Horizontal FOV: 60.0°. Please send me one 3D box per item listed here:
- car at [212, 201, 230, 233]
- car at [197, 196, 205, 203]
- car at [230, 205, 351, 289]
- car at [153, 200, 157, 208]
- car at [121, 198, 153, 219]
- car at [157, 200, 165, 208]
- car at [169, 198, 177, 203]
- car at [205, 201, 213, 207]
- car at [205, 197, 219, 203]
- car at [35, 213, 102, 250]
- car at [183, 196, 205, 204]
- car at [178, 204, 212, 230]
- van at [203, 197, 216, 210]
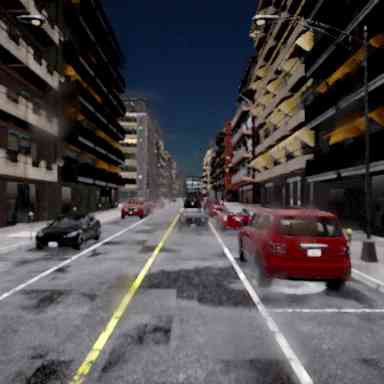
[{"bbox_3d":[2.534,1.555,20.379,1.967,1.590,4.097,1,0,0],"label":"car"},{"bbox_3d":[2.508,1.984,91.747,2.192,1.841,5.009,1,-1,0],"label":"car"},{"bbox_3d":[2.547,1.365,9.317,2.192,1.841,5.009,1,0,0],"label":"car"},{"bbox_3d":[-5.329,1.770,37.021,1.887,1.381,4.507,1,0,0],"label":"car"},{"bbox_3d":[-5.319,1.501,31.491,2.192,1.841,5.009,1,0,0],"label":"car"},{"bbox_3d":[-5.345,1.936,53.614,1.802,1.307,4.206,1,0,0],"label":"car"},{"bbox_3d":[-5.376,2.233,91.693,1.947,1.339,4.313,1,0,0],"label":"car"},{"bbox_3d":[2.522,1.769,31.441,1.802,1.307,4.206,1,0,0],"label":"car"},{"bbox_3d":[2.517,1.582,42.505,2.192,1.841,5.009,1,0,0],"label":"car"},{"bbox_3d":[-5.310,1.646,14.900,1.947,1.339,4.313,1,0,0],"label":"car"},{"bbox_3d":[0.068,1.469,39.958,2.150,2.045,5.566,0,0,0],"label":"car"},{"bbox_3d":[0.083,1.725,21.977,1.895,1.301,4.718,0,0,0],"label":"car"},{"bbox_3d":[2.512,1.651,48.037,1.690,1.788,3.998,1,0,0],"label":"van"}]
